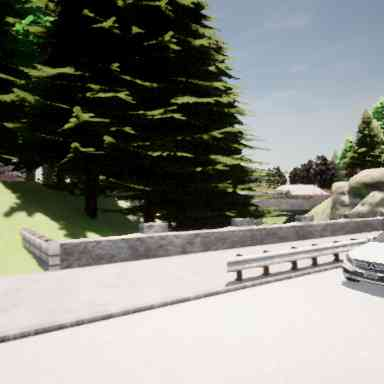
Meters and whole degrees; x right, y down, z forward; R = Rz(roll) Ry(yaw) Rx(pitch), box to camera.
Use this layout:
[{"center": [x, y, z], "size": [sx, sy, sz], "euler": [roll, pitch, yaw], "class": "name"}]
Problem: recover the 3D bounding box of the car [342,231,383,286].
[{"center": [5.910, 1.617, 8.822], "size": [4.674, 1.442, 1.812], "euler": [1, 0, -36], "class": "car"}]
